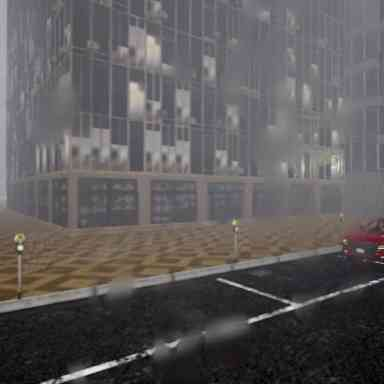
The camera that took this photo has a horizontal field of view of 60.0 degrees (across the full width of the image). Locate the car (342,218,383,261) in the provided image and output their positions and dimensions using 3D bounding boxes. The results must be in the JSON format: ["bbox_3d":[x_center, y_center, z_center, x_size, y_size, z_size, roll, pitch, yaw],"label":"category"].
[{"bbox_3d":[7.015,1.569,11.553,4.507,1.381,1.887,0,0,-35],"label":"car"}]
